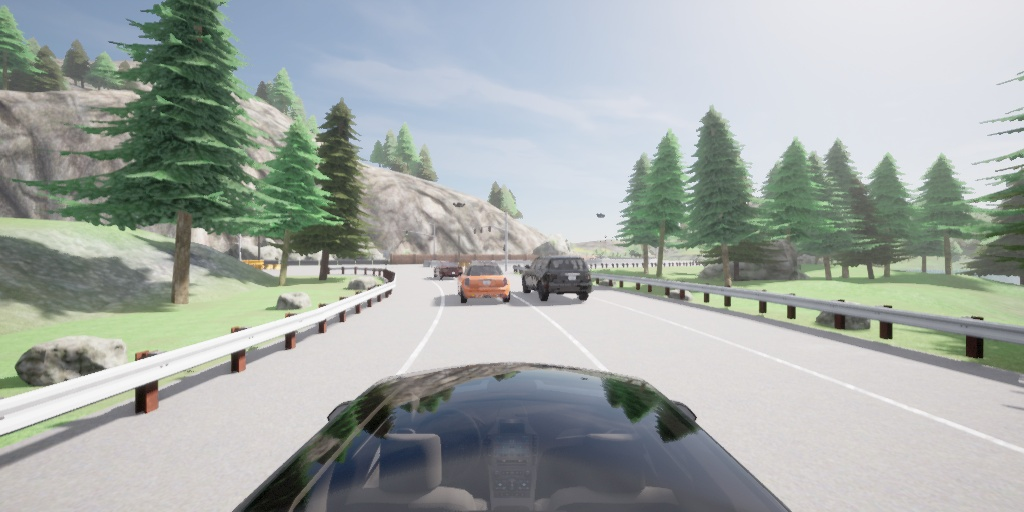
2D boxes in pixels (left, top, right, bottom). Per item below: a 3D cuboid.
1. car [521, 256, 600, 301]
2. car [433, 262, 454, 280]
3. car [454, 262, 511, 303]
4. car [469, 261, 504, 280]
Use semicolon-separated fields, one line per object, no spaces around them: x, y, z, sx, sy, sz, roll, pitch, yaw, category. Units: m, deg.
1.998;1.005;17.463;2.150;2.045;5.566;0;0;-11;car
-5.675;1.232;31.487;1.882;1.535;5.008;0;0;-21;car
-1.430;1.113;16.752;2.097;1.767;4.553;0;0;-11;car
-2.417;1.264;32.766;1.837;1.490;4.892;0;0;-21;car
